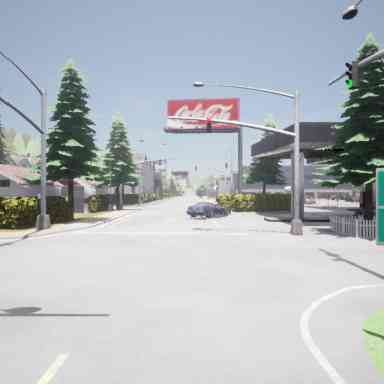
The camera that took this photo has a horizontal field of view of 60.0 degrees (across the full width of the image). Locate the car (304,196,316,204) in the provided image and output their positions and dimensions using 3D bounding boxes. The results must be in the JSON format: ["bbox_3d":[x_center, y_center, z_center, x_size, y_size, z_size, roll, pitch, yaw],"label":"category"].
[{"bbox_3d":[22.347,1.552,64.068,1.970,1.475,3.806,0,0,0],"label":"car"}]

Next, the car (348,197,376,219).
[{"bbox_3d":[14.308,1.505,24.982,3.866,1.878,1.905,0,0,0],"label":"car"}]

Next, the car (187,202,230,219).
[{"bbox_3d":[1.604,1.625,30.259,2.033,1.411,5.357,1,-2,32],"label":"car"}]

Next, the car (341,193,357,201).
[{"bbox_3d":[34.732,1.489,71.890,2.007,1.523,4.514,0,0,0],"label":"car"}]

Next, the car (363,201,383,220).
[{"bbox_3d":[18.621,1.672,30.662,4.611,1.667,2.242,0,0,0],"label":"car"}]
